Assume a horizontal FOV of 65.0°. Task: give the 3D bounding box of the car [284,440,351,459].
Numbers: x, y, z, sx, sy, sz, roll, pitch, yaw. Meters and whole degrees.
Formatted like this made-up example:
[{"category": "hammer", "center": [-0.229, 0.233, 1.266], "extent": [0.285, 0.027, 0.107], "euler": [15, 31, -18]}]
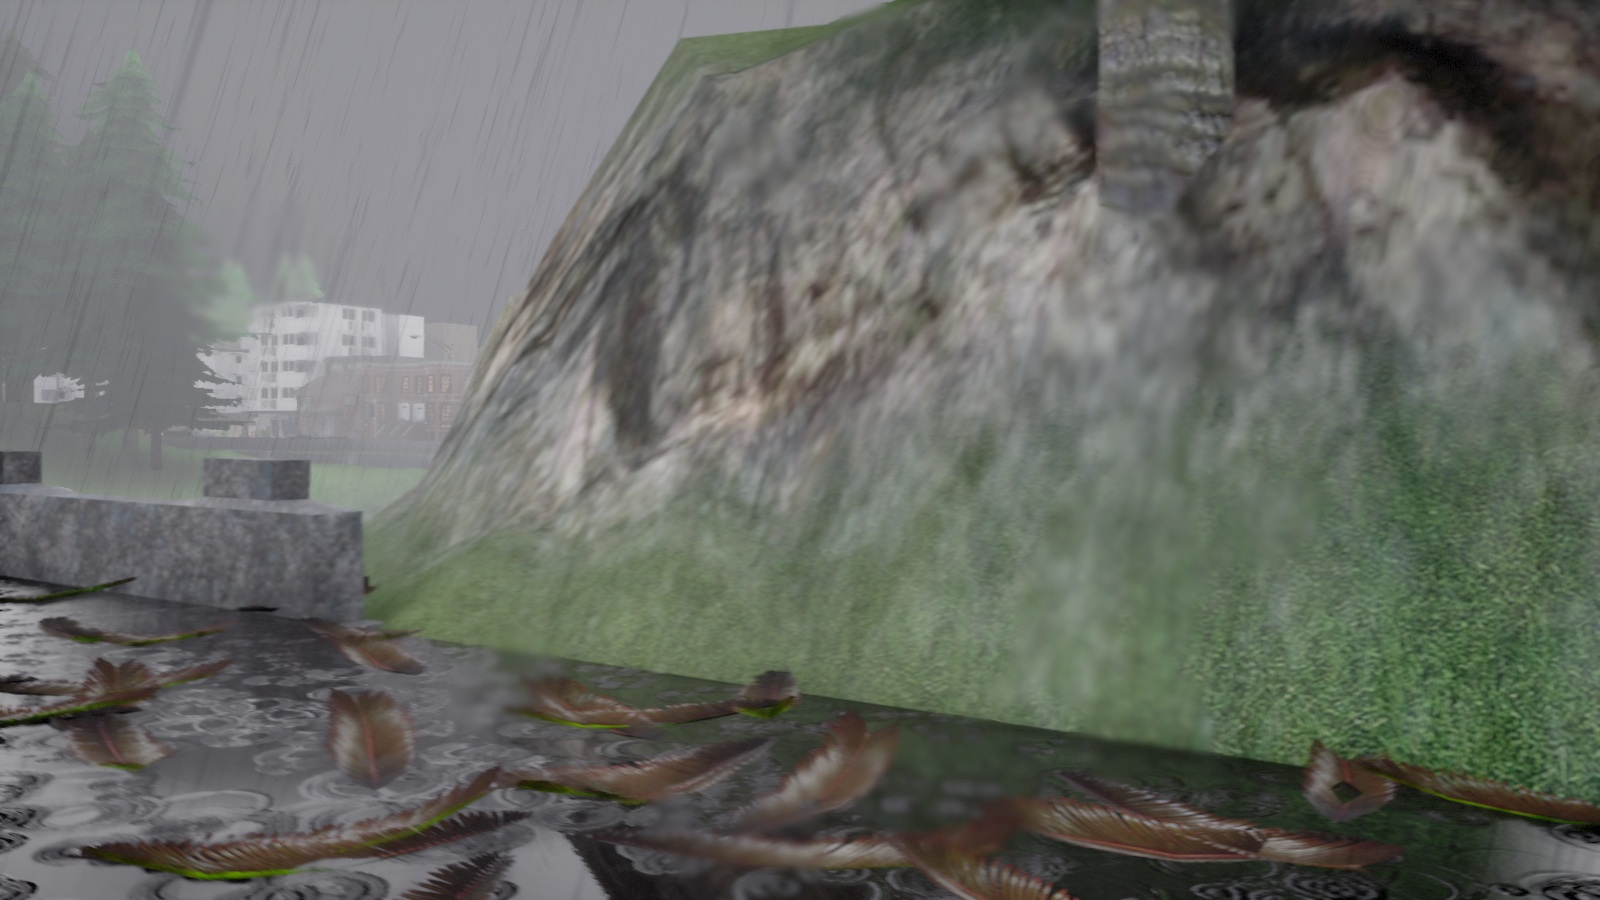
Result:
[{"category": "car", "center": [-32.900, -0.038, 85.586], "extent": [4.718, 1.301, 1.895], "euler": [0, 1, 34]}]
